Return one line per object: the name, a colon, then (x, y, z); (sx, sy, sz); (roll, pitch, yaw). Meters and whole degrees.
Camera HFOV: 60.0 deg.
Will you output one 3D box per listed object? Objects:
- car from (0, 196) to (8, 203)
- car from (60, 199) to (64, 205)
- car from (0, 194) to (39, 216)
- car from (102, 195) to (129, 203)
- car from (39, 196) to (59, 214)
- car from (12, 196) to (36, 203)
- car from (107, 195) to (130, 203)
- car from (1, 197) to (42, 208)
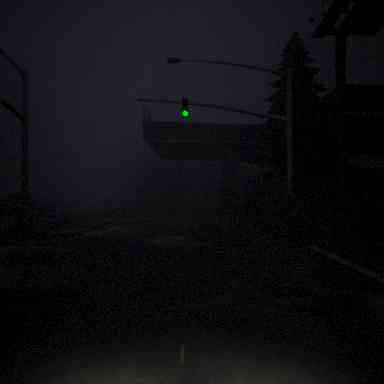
car: (-41.659, 1.554, 70.929); (3.633, 1.501, 1.845); (0, 0, 0)
car: (-23.343, 1.441, 55.838); (3.633, 1.501, 1.845); (0, 0, 0)
car: (-16.394, 1.152, 30.057); (3.866, 1.878, 1.905); (0, 0, 0)
car: (-15.593, 1.448, 67.635); (5.027, 1.636, 2.152); (0, 0, 0)
car: (-15.761, 1.438, 33.378); (3.806, 1.475, 1.970); (0, 0, 0)
car: (-34.257, 1.544, 67.901); (3.806, 1.475, 1.970); (0, 0, 0)
car: (-15.625, 1.461, 70.772); (4.514, 1.523, 2.007); (0, 0, 0)
car: (-23.449, 1.408, 45.846); (4.514, 1.523, 2.007); (0, 0, 0)
